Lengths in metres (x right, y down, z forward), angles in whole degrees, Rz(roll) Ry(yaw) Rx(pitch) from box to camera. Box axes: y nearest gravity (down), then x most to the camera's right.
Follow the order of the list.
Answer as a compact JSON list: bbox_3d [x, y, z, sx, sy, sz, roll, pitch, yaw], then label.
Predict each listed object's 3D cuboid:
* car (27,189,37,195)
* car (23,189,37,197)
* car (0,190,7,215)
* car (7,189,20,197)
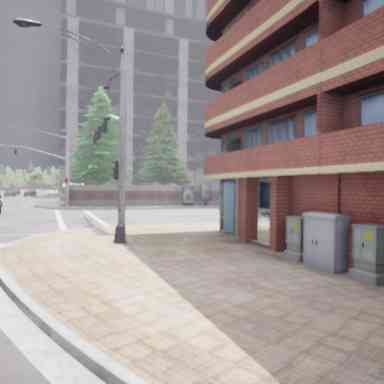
[{"bbox_3d":[-38.330,-0.002,79.658,1.812,1.442,4.674,1,1,-23],"label":"car"},{"bbox_3d":[-34.520,0.307,70.459,1.812,1.442,4.674,1,1,-23],"label":"car"},{"bbox_3d":[-15.172,0.805,24.030,2.150,2.045,5.566,0,1,-23],"label":"car"},{"bbox_3d":[-37.634,0.301,68.831,2.033,1.411,5.357,1,1,-23],"label":"car"}]
